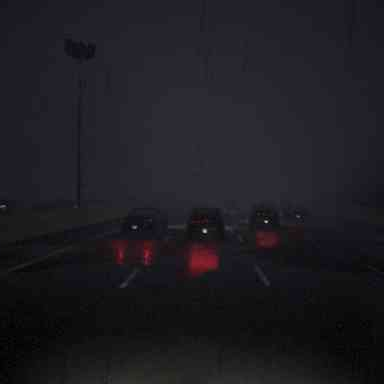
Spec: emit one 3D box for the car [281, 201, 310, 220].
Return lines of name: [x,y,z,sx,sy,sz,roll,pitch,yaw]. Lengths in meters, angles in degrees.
car: [9.279,1.754,30.042,1.895,1.301,4.718,1,0,10]

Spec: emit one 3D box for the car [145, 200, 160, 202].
car: [-8.601,1.508,71.912,1.994,1.385,4.181,1,0,20]

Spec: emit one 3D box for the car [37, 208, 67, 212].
car: [-14.553,1.370,35.625,1.882,1.535,5.008,1,0,10]

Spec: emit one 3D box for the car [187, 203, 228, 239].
car: [0.833,1.543,17.776,1.837,1.490,4.892,0,0,6]

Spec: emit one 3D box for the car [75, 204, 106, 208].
car: [-10.889,1.536,36.326,1.895,1.301,4.718,1,0,10]

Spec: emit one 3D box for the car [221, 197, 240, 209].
car: [5.798,1.743,47.910,1.895,1.301,4.718,1,0,15]

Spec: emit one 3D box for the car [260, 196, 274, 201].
car: [14.038,1.611,62.136,2.097,1.767,4.553,1,0,20]

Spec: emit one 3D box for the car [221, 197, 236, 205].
car: [6.901,1.684,62.912,1.837,1.490,4.892,0,0,19]

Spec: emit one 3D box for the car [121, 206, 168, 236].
car: [-2.568,1.526,18.494,1.812,1.442,4.674,0,0,6]

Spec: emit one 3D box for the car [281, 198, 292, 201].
car: [17.509,1.774,61.514,1.882,1.535,5.008,0,0,20]

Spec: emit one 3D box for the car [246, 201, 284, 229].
car: [4.870,1.595,22.813,1.837,1.490,4.892,0,-1,8]
